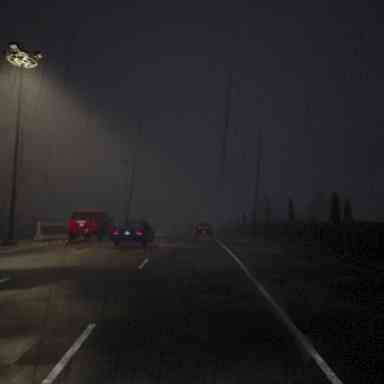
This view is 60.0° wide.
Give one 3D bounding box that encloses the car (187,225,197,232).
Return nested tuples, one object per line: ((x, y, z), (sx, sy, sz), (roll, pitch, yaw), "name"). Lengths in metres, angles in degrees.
((0.035, 7.830, 70.472), (1.812, 1.442, 4.674), (-1, -7, 5), "car")

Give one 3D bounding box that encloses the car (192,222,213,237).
((1.221, 4.055, 35.966), (1.837, 1.490, 4.892), (0, -7, 0), "car")

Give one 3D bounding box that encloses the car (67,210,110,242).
((-6.903, 2.389, 23.456), (2.150, 2.045, 5.566), (0, -5, 0), "car")

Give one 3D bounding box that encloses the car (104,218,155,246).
((-3.402, 2.413, 19.966), (2.033, 1.411, 5.357), (0, -5, 0), "car")

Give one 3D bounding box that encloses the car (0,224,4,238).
((-17.601, 3.109, 27.698), (1.837, 1.490, 4.892), (0, -7, 0), "car")

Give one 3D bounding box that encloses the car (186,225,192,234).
((-0.005, 6.293, 55.493), (1.837, 1.490, 4.892), (0, -7, 0), "car")
